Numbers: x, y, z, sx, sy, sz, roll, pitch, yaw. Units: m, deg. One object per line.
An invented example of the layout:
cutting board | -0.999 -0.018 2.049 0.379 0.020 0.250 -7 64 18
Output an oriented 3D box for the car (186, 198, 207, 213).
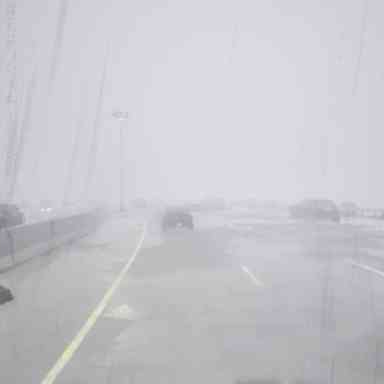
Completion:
car | -0.127 1.585 36.518 1.812 1.442 4.674 0 0 -13

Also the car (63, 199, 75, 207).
car | -21.815 1.945 58.895 2.033 1.411 5.357 -1 0 -21

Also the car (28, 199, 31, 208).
car | -28.234 1.983 56.062 1.837 1.490 4.892 -1 0 -21

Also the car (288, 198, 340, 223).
car | 8.939 1.262 24.736 2.097 1.767 4.553 -1 0 -8

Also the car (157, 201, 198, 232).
car | -1.038 1.554 20.869 1.837 1.490 4.892 0 0 -8

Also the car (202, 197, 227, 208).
car | 3.419 1.523 50.853 2.128 1.511 4.902 -1 0 -17

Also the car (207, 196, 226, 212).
car | 2.451 1.381 40.530 2.097 1.767 4.553 -1 0 -14

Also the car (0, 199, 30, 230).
car | -11.847 1.554 19.990 2.097 1.767 4.553 -1 0 -7

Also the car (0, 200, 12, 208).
car | -33.226 2.131 58.993 1.895 1.301 4.718 -1 0 -23

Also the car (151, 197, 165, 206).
car | -6.104 1.657 57.662 1.882 1.535 5.008 0 0 -21

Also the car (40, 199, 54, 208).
car | -25.034 1.941 57.475 2.128 1.511 4.902 -1 0 -21

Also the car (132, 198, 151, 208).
car | -8.571 1.701 53.987 2.128 1.511 4.902 0 0 -19
